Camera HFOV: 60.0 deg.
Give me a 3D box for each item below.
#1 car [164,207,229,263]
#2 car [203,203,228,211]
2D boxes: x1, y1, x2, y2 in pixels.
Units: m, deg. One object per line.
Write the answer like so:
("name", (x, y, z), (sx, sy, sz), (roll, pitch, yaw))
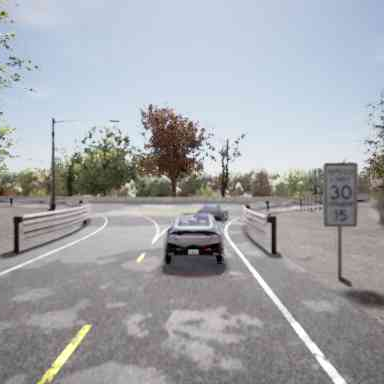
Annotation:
("car", (0.091, 1.501, 11.935), (2.128, 1.511, 4.902), (0, 0, 1))
("car", (1.729, 1.584, 26.557), (1.994, 1.385, 4.181), (0, 0, 14))
